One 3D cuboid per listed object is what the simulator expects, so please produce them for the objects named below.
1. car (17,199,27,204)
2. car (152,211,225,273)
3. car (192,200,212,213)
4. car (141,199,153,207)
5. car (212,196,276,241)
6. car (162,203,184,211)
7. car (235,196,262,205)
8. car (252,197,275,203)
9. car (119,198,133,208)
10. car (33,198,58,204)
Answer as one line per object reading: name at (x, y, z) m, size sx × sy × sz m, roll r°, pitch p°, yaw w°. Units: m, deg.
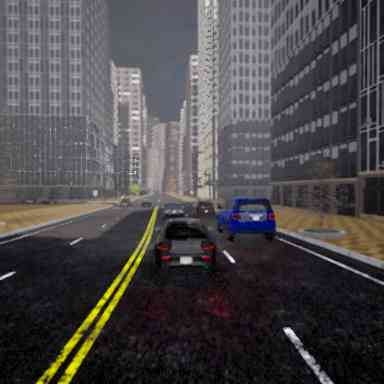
car at (-33.327, 1.713, 62.475) m, size 4.206 × 1.307 × 1.802 m, roll 0°, pitch 0°, yaw -4°
car at (-0.247, 1.563, 10.683) m, size 1.812 × 1.442 × 4.674 m, roll 0°, pitch 0°, yaw -3°
car at (1.157, 1.609, 34.098) m, size 1.837 × 1.490 × 4.892 m, roll 0°, pitch 0°, yaw -5°
car at (-7.316, 1.789, 54.083) m, size 1.895 × 1.301 × 4.718 m, roll 0°, pitch 0°, yaw -5°
car at (2.623, 1.270, 17.281) m, size 2.150 × 2.045 × 5.566 m, roll 0°, pitch 0°, yaw -4°
car at (-1.645, 1.649, 29.052) m, size 2.033 × 1.411 × 5.357 m, roll 0°, pitch 0°, yaw -5°
car at (11.159, 1.682, 65.878) m, size 5.009 × 1.841 × 2.192 m, roll 0°, pitch 0°, yaw -4°
car at (15.990, 1.814, 74.641) m, size 4.829 × 1.417 × 1.752 m, roll 0°, pitch 0°, yaw -4°
car at (-10.493, 1.705, 53.032) m, size 1.837 × 1.490 × 4.892 m, roll 0°, pitch -1°, yaw -5°
car at (-27.654, 1.728, 62.860) m, size 4.313 × 1.339 × 1.947 m, roll 0°, pitch 0°, yaw -4°
